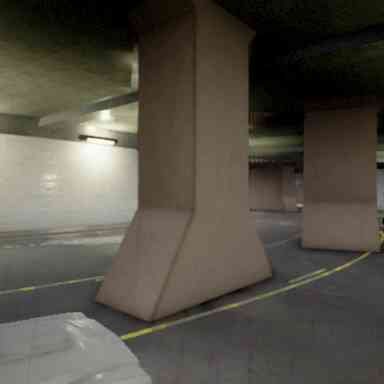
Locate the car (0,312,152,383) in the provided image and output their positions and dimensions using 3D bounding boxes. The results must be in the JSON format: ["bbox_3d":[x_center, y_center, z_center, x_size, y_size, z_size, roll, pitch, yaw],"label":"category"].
[{"bbox_3d":[-2.561,1.600,1.999,4.718,1.301,1.895,0,0,-36],"label":"car"}]
